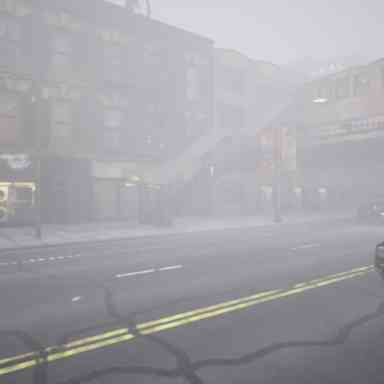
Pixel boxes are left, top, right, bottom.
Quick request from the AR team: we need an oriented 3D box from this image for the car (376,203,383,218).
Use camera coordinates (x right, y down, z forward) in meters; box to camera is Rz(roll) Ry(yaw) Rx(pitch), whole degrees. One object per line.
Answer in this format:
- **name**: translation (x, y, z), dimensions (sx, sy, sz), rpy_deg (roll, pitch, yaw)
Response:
- **car**: translation (15.272, 1.591, 23.477), dimensions (4.718, 1.301, 1.895), rpy_deg (0, 0, -35)

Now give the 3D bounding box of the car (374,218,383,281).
- **car**: translation (6.499, 1.488, 8.383), dimensions (4.902, 1.511, 2.128), rpy_deg (0, 0, -36)

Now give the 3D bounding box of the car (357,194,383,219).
- **car**: translation (16.044, 1.218, 27.658), dimensions (5.566, 2.045, 2.435), rpy_deg (0, 0, -36)
